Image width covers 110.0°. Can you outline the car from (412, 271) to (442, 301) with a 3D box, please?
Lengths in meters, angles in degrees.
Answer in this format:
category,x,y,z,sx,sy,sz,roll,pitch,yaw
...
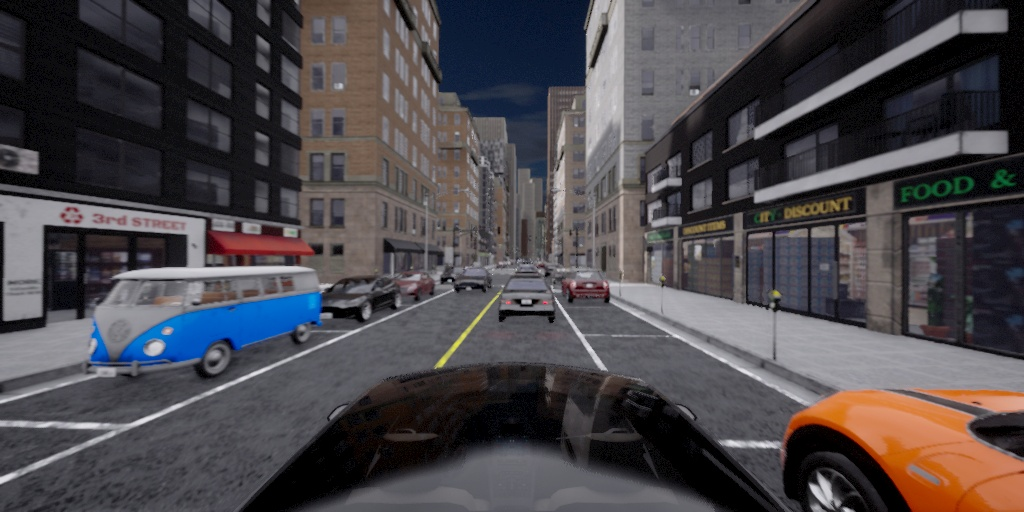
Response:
category,x,y,z,sx,sy,sz,roll,pitch,yaw
car,-5.029,1.426,18.031,1.802,1.307,4.207,0,0,2

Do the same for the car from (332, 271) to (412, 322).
category,x,y,z,sx,sy,sz,roll,pitch,yaw
car,-5.267,1.366,12.535,1.948,1.339,4.313,0,0,2

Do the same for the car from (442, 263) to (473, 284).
category,x,y,z,sx,sy,sz,roll,pitch,yaw
car,-4.553,1.499,29.023,1.948,1.339,4.313,0,0,2

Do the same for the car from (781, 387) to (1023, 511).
category,x,y,z,sx,sy,sz,roll,pitch,yaw
car,3.018,1.115,0.813,2.097,1.767,4.553,0,0,2

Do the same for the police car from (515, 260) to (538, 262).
category,x,y,z,sx,sy,sz,roll,pitch,yaw
police car,1.547,1.472,38.780,1.930,1.638,5.238,0,0,3

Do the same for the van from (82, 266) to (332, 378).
category,x,y,z,sx,sy,sz,roll,pitch,yaw
van,-5.506,1.098,7.039,1.690,1.789,3.998,0,0,2

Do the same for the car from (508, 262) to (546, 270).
category,x,y,z,sx,sy,sz,roll,pitch,yaw
car,1.069,1.432,25.471,2.128,1.511,4.902,0,0,3

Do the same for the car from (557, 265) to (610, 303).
category,x,y,z,sx,sy,sz,roll,pitch,yaw
car,3.488,1.333,17.662,1.967,1.591,4.097,0,0,2

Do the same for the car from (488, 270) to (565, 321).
category,x,y,z,sx,sy,sz,roll,pitch,yaw
car,0.526,1.385,12.831,2.033,1.411,5.357,0,0,2

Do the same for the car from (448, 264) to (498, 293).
category,x,y,z,sx,sy,sz,roll,pitch,yaw
car,-2.262,1.443,22.433,2.033,1.411,5.357,0,0,3

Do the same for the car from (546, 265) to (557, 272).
category,x,y,z,sx,sy,sz,roll,pitch,yaw
car,3.964,1.532,28.654,2.007,1.370,4.403,0,0,2
